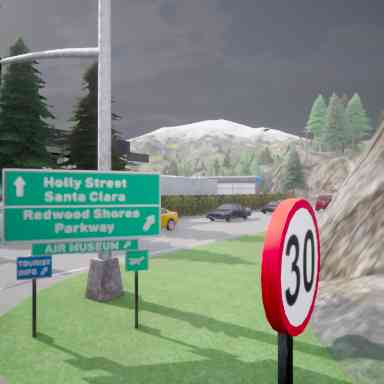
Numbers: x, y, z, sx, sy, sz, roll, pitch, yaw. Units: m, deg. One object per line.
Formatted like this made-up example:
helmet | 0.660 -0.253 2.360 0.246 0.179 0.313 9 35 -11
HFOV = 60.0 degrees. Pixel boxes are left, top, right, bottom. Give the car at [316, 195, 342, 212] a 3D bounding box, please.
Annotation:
car | 17.383 1.413 42.090 2.150 2.045 5.566 0 0 36

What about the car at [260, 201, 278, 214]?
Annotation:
car | 9.650 1.739 37.708 2.033 1.411 5.357 0 0 36

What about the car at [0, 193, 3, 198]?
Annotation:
car | -38.568 1.489 69.987 4.514 1.523 2.007 0 0 35

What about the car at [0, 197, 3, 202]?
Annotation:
car | -12.363 1.505 26.047 1.905 1.878 3.866 0 0 35

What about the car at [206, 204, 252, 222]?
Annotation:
car | 3.364 1.739 29.092 2.033 1.411 5.357 0 0 36

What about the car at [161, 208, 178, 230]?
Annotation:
car | -2.906 1.669 20.472 1.882 1.535 5.008 0 0 36
